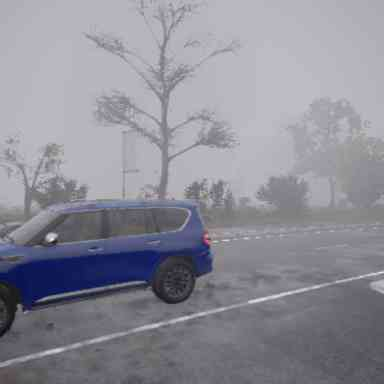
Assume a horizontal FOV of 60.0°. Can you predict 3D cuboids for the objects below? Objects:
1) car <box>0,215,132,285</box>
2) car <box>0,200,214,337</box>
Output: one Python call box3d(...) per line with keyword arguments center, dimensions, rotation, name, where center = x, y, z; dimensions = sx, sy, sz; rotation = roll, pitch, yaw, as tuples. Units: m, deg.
box3d(center=(-4.584, 1.512, 9.210), dimensions=(5.357, 1.411, 2.033), rotation=(0, 0, -34), name="car")
box3d(center=(-2.146, 1.198, 6.615), dimensions=(5.566, 2.045, 2.150), rotation=(0, 0, -34), name="car")
